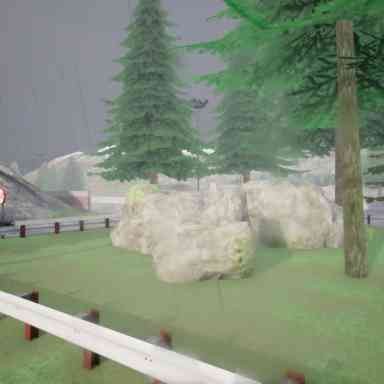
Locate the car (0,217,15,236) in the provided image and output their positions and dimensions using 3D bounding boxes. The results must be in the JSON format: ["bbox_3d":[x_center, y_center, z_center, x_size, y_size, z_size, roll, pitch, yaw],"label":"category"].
[{"bbox_3d":[-10.870,1.357,15.491,5.357,1.411,2.033,0,0,19],"label":"car"}]
